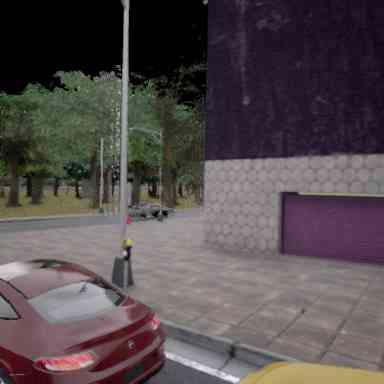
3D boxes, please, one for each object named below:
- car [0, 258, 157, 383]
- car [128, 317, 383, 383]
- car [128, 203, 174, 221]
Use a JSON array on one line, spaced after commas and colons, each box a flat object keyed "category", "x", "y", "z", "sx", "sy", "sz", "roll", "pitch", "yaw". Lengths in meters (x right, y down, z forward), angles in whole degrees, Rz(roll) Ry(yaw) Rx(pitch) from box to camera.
[{"category": "car", "x": -2.245, "y": 1.572, "z": 4.393, "sx": 4.206, "sy": 1.307, "sz": 1.802, "roll": 0, "pitch": 1, "yaw": 36}, {"category": "car", "x": 2.120, "y": 1.528, "z": 1.277, "sx": 4.829, "sy": 1.417, "sz": 1.752, "roll": 0, "pitch": 1, "yaw": 36}, {"category": "car", "x": -3.550, "y": 1.709, "z": 29.897, "sx": 2.128, "sy": 1.511, "sz": 4.902, "roll": 2, "pitch": 0, "yaw": 35}]
